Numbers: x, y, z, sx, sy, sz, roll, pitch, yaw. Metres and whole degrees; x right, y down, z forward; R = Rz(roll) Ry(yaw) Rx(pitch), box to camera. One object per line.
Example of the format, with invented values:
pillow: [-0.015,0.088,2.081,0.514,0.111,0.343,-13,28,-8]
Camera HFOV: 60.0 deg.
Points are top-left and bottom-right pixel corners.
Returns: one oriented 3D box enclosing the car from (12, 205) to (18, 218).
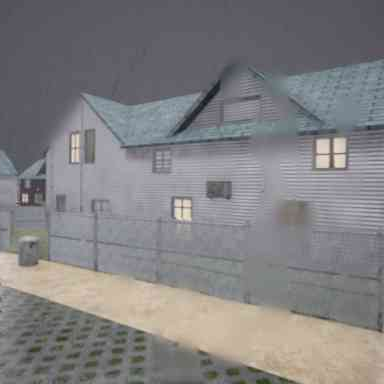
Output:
car: [-16.237,1.917,30.371,1.994,1.385,4.181,2,0,36]
